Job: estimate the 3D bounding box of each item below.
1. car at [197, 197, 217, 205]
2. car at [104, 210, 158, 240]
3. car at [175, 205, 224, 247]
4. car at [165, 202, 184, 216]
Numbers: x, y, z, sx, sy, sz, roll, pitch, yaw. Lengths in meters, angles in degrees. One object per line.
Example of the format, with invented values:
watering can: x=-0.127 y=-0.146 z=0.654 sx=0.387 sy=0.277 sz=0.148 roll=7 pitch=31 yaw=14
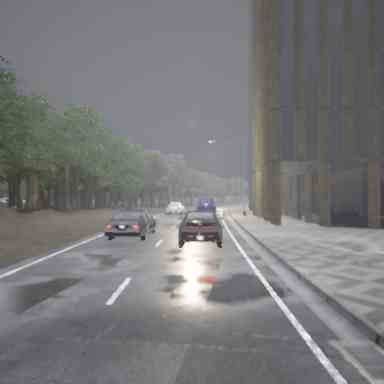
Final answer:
car: x=1.733 y=1.617 z=38.731 sx=2.150 sy=2.045 sz=5.566 roll=0 pitch=-1 yaw=5
car: x=-3.038 y=1.628 z=17.381 sx=2.033 sy=1.411 sz=5.357 roll=0 pitch=0 yaw=2
car: x=0.406 y=1.574 z=15.446 sx=1.837 sy=1.490 sz=4.892 roll=0 pitch=-1 yaw=2
car: x=-1.850 y=1.895 z=37.733 sx=1.812 sy=1.442 sz=4.674 roll=0 pitch=-1 yaw=4
